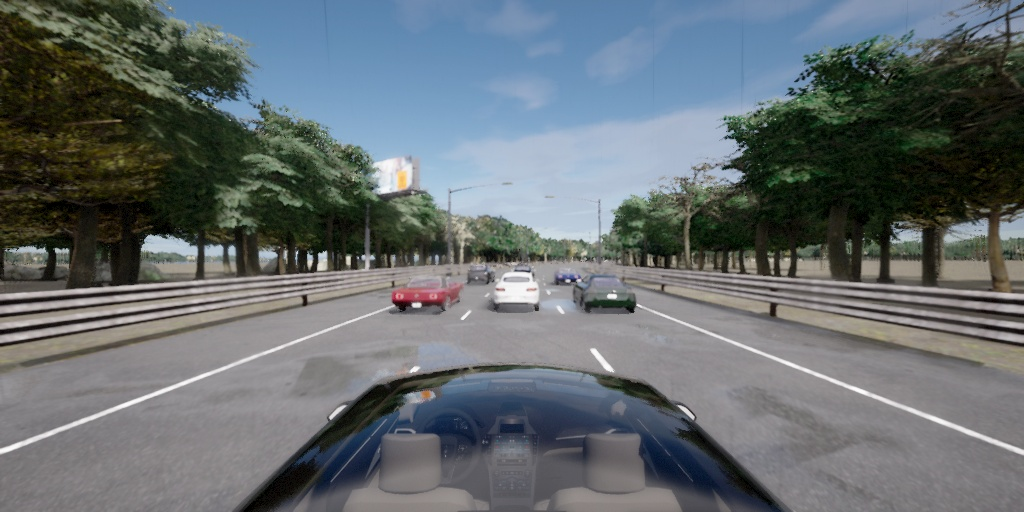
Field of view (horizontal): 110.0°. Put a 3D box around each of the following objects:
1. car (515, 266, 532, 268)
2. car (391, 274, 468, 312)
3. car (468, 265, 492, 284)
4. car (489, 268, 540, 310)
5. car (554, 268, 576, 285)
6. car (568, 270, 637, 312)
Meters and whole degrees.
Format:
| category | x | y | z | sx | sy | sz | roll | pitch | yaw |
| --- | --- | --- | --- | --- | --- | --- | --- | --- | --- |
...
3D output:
| category | x | y | z | sx | sy | sz | roll | pitch | yaw |
| --- | --- | --- | --- | --- | --- | --- | --- | --- | --- |
| car | 0.976 | 1.532 | 29.932 | 2.128 | 1.511 | 4.902 | 0 | 0 | 5 |
| car | -3.288 | 1.486 | 14.995 | 1.895 | 1.301 | 4.718 | 0 | -1 | 2 |
| car | -2.517 | 1.534 | 30.159 | 2.128 | 1.511 | 4.902 | 0 | 0 | 5 |
| car | 0.242 | 1.416 | 15.537 | 1.812 | 1.442 | 4.674 | 0 | 0 | 3 |
| car | 4.446 | 1.635 | 29.453 | 1.895 | 1.301 | 4.718 | 0 | -1 | 4 |
| car | 3.725 | 1.450 | 15.058 | 1.994 | 1.385 | 4.181 | 0 | -1 | 2 |
